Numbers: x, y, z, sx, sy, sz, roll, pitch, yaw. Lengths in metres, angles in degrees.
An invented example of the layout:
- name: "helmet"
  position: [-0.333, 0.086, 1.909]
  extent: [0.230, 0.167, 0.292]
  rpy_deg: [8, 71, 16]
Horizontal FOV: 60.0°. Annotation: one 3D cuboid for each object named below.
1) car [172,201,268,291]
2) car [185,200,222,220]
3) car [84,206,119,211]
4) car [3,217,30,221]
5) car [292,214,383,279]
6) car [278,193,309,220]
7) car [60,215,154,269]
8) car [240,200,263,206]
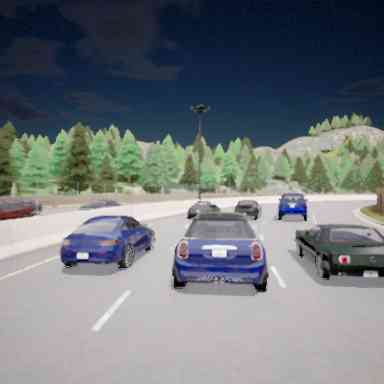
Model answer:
- name: "car"
  position: [0.787, 1.310, 9.173]
  extent: [2.097, 1.767, 4.553]
  rpy_deg: [0, 0, 6]
- name: "car"
  position: [1.039, 1.435, 27.374]
  extent: [1.994, 1.385, 4.181]
  rpy_deg: [0, 0, 17]
- name: "car"
  position: [-7.034, 1.362, 25.379]
  extent: [1.837, 1.490, 4.892]
  rpy_deg: [0, 0, 15]
- name: "car"
  position: [-11.849, 1.343, 20.027]
  extent: [1.882, 1.535, 5.008]
  rpy_deg: [0, 0, 12]
- name: "car"
  position: [4.329, 1.567, 9.752]
  extent: [1.895, 1.301, 4.718]
  rpy_deg: [0, 0, 7]
- name: "car"
  position: [8.222, 1.116, 27.029]
  extent: [2.150, 2.045, 5.566]
  rpy_deg: [0, 0, 18]
- name: "car"
  position: [-2.549, 1.465, 10.859]
  extent: [1.812, 1.442, 4.674]
  rpy_deg: [0, 0, 7]
- name: "car"
  position: [4.655, 1.387, 27.258]
  extent: [1.837, 1.490, 4.892]
  rpy_deg: [0, 0, 17]
